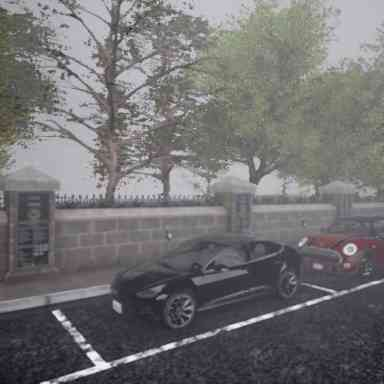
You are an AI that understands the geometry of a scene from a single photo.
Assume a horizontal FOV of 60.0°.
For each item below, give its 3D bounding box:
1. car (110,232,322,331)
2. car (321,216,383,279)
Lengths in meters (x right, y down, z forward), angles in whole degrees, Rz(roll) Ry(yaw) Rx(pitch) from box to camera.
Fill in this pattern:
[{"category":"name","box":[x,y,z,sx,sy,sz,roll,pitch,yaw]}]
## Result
[{"category":"car","box":[0.510,1.588,6.917,4.313,1.339,1.947,0,0,-35]},{"category":"car","box":[5.022,1.491,10.130,4.097,1.590,1.967,0,0,-35]}]
